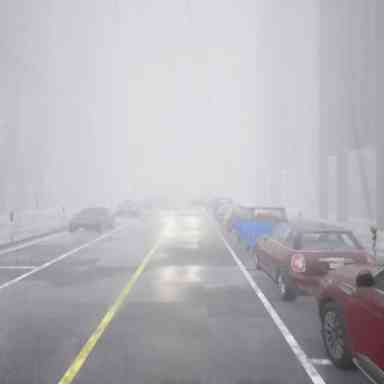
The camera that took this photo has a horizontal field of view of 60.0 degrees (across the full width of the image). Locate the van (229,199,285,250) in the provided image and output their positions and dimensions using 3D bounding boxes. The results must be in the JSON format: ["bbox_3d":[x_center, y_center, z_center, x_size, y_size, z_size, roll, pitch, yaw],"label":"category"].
[{"bbox_3d":[2.764,1.343,13.965,1.690,1.788,3.998,0,0,0],"label":"van"}]

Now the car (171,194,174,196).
[{"bbox_3d":[-5.770,1.587,75.956,2.008,1.369,4.403,0,0,0],"label":"car"}]

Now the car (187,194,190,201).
[{"bbox_3d":[0.641,1.382,66.371,2.097,1.767,4.553,0,0,-5],"label":"car"}]

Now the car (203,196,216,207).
[{"bbox_3d":[2.758,1.462,53.421,1.967,1.590,4.097,0,0,0],"label":"car"}]

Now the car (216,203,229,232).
[{"bbox_3d":[2.763,1.554,19.602,2.008,1.369,4.403,0,0,0],"label":"car"}]

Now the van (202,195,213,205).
[{"bbox_3d":[2.758,1.366,59.058,1.690,1.788,3.998,0,0,0],"label":"van"}]

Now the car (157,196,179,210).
[{"bbox_3d":[-3.101,1.562,42.468,2.033,1.411,5.357,0,0,0],"label":"car"}]

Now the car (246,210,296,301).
[{"bbox_3d":[2.765,1.442,8.328,1.967,1.590,4.097,0,0,0],"label":"car"}]

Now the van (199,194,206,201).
[{"bbox_3d":[2.754,1.384,87.242,1.690,1.788,3.998,0,0,0],"label":"van"}]

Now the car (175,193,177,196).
[{"bbox_3d":[-5.772,1.483,87.229,1.967,1.590,4.097,0,0,0],"label":"car"}]

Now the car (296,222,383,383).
[{"bbox_3d":[2.766,1.316,2.691,2.192,1.841,5.009,0,0,0],"label":"car"}]

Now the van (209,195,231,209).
[{"bbox_3d":[2.762,1.349,30.874,1.690,1.788,3.998,0,0,0],"label":"van"}]

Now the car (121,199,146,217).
[{"bbox_3d":[-5.764,1.448,30.866,1.967,1.590,4.097,0,0,0],"label":"car"}]

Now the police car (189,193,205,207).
[{"bbox_3d":[0.893,1.445,50.601,1.930,1.638,5.238,0,0,0],"label":"police car"}]

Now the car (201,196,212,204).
[{"bbox_3d":[2.756,1.573,64.694,1.887,1.381,4.507,0,0,0],"label":"car"}]

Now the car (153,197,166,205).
[{"bbox_3d":[-5.768,1.591,59.047,1.947,1.339,4.313,0,0,0],"label":"car"}]

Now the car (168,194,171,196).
[{"bbox_3d":[-5.768,1.469,64.684,1.967,1.590,4.097,0,0,0],"label":"car"}]

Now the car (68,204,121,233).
[{"bbox_3d":[-5.763,1.569,19.593,1.947,1.339,4.313,0,0,0],"label":"car"}]

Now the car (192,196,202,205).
[{"bbox_3d":[0.892,1.531,60.492,1.837,1.490,4.892,0,0,0],"label":"car"}]

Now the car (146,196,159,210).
[{"bbox_3d":[-5.766,1.581,42.138,1.947,1.339,4.313,0,0,0],"label":"car"}]

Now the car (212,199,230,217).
[{"bbox_3d":[2.762,1.531,25.407,1.752,1.417,4.829,0,0,0],"label":"car"}]

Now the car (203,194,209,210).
[{"bbox_3d":[2.760,1.455,42.147,1.967,1.590,4.097,0,0,0],"label":"car"}]

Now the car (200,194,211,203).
[{"bbox_3d":[2.756,1.347,70.332,2.192,1.841,5.009,0,0,0],"label":"car"}]
